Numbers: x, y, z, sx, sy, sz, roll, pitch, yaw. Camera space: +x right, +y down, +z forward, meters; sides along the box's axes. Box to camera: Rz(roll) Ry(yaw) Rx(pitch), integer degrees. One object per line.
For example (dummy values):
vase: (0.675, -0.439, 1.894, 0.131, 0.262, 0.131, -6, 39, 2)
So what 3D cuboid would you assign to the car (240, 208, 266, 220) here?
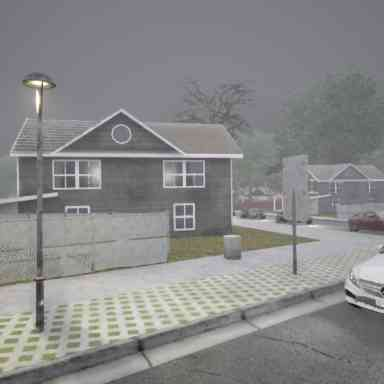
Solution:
car: (7.323, 2.624, 40.169, 1.994, 1.385, 4.181, -1, -2, -13)

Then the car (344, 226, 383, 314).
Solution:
car: (4.978, 1.523, 6.713, 4.674, 1.442, 1.812, 0, 0, -36)

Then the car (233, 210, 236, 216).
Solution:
car: (4.928, 2.919, 50.238, 2.033, 1.411, 5.357, -1, -1, -13)

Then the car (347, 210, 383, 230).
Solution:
car: (11.952, 1.914, 21.145, 1.812, 1.442, 4.674, -1, -2, -14)

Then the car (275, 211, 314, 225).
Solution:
car: (9.491, 2.313, 31.119, 1.994, 1.385, 4.181, -1, -2, -13)
